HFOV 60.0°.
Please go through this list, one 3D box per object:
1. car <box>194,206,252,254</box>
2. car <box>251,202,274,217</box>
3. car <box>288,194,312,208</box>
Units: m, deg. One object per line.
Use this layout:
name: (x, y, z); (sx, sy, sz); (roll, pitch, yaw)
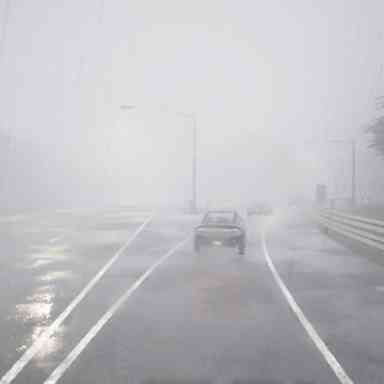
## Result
car: (1.274, 1.505, 13.586); (2.128, 1.511, 4.902); (0, 0, 10)
car: (6.688, 1.612, 32.116); (1.994, 1.385, 4.181); (0, 0, 23)
car: (15.852, 1.317, 48.708); (2.150, 2.045, 5.566); (0, 0, 36)
